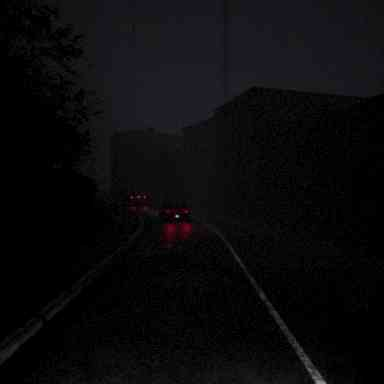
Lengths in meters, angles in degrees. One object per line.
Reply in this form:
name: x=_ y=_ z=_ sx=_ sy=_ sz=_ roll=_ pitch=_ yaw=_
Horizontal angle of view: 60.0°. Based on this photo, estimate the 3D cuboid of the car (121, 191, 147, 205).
car: x=-7.220 y=0.607 z=40.810 sx=2.097 sy=1.767 sz=4.553 roll=-1 pitch=2 yaw=-27

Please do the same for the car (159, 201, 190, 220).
car: x=-1.444 y=1.339 z=25.226 sx=1.895 sy=1.301 sz=4.718 roll=0 pitch=1 yaw=-11
